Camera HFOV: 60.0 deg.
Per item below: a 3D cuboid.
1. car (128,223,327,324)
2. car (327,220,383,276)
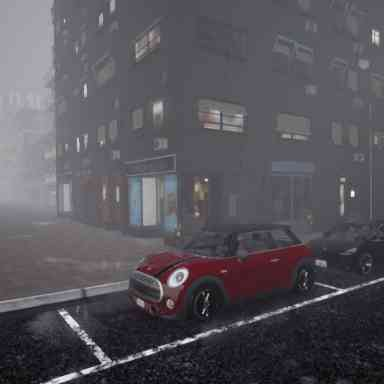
[{"bbox_3d":[0.709,1.439,7.063,4.097,1.590,1.967,0,-1,-35],"label":"car"},{"bbox_3d":[5.280,1.563,10.300,4.313,1.339,1.947,0,-1,-35],"label":"car"}]
